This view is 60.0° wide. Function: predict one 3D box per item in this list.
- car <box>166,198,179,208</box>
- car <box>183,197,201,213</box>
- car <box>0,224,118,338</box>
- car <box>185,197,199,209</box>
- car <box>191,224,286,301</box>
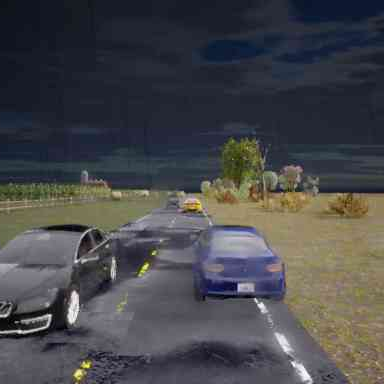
[{"bbox_3d":[-2.820,1.536,49.498,2.033,1.411,5.357,0,0,0],"label":"car"},{"bbox_3d":[0.026,1.469,37.064,1.882,1.535,5.008,0,0,0],"label":"car"},{"bbox_3d":[-2.860,1.503,6.956,1.837,1.490,4.892,0,0,0],"label":"car"},{"bbox_3d":[-0.041,1.467,47.244,1.882,1.535,5.008,0,0,1],"label":"car"},{"bbox_3d":[0.951,1.524,8.174,1.812,1.442,4.674,0,0,0],"label":"car"}]
